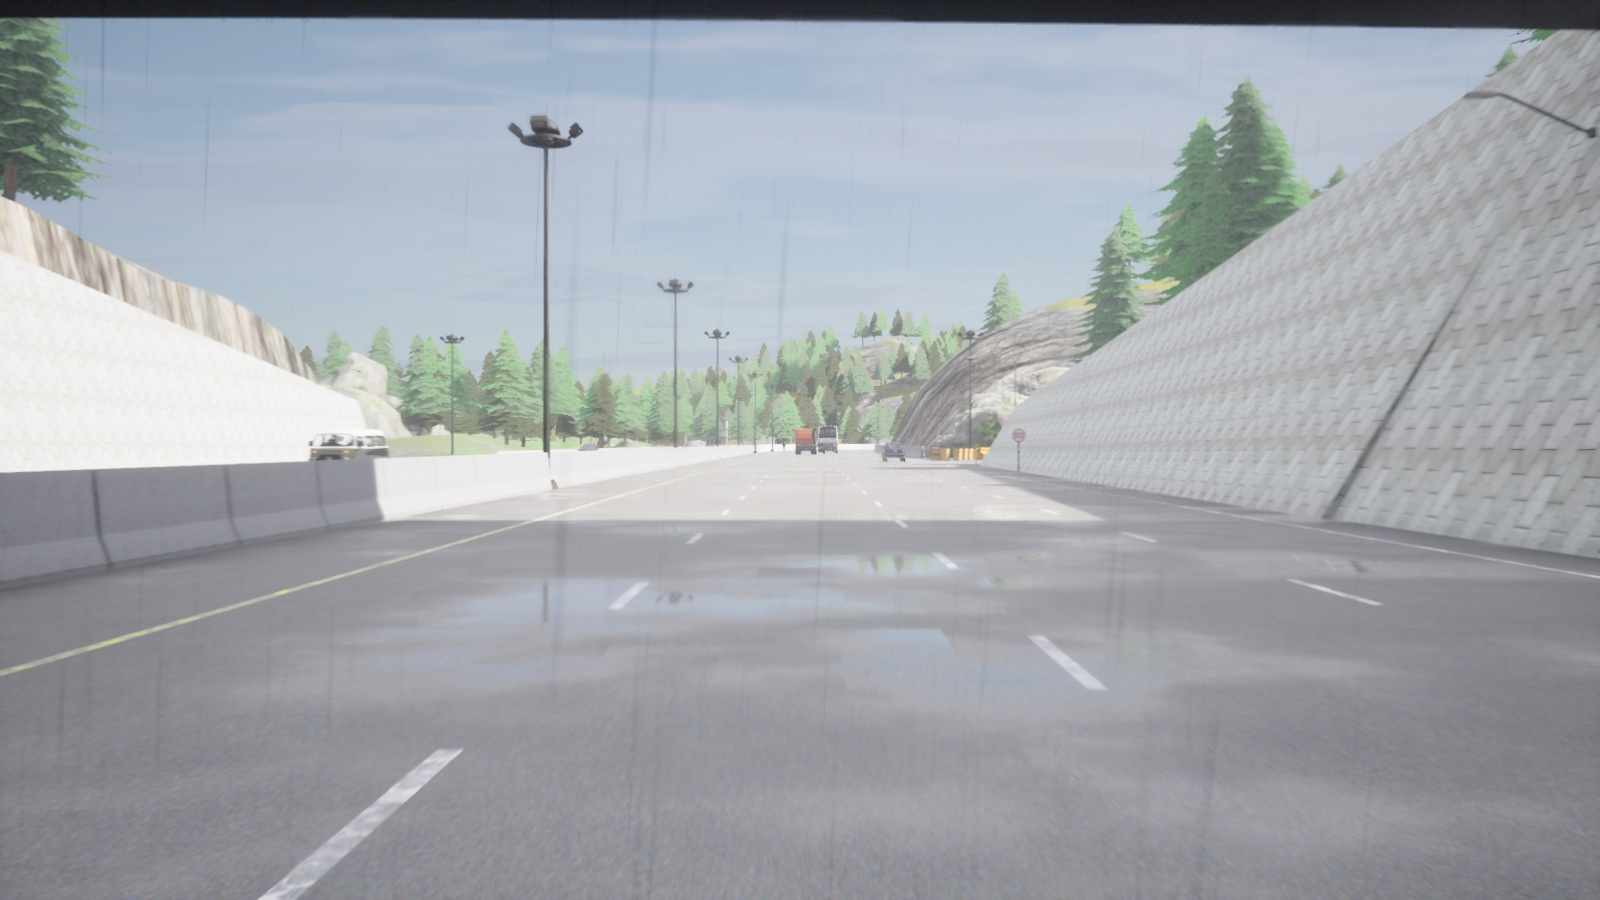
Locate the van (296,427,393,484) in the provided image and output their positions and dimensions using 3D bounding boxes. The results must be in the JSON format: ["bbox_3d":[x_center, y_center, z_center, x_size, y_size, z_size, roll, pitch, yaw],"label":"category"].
[{"bbox_3d":[-17.261,0.190,47.816,2.069,2.038,4.480,0,0,0],"label":"van"}]
